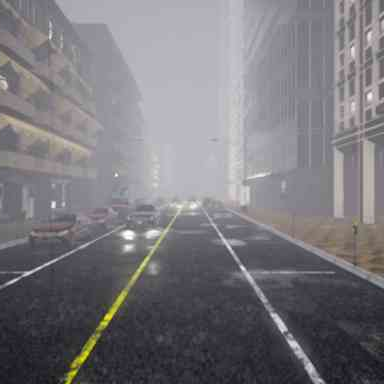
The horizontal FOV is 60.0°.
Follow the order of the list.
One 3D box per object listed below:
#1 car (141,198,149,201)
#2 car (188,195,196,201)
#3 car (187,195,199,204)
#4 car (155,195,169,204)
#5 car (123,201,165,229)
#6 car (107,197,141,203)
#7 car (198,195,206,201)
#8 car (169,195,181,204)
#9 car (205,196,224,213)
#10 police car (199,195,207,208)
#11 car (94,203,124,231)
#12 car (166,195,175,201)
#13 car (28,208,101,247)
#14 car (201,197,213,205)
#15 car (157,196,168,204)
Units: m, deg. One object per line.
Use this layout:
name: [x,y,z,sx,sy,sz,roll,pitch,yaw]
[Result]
car: [-5.691,1.449,37.566,1.967,1.590,4.097,0,0,0]
car: [0.001,1.450,83.548,1.812,1.442,4.674,0,0,0]
car: [0.000,1.535,66.255,1.837,1.490,4.892,0,0,0]
car: [-5.691,1.588,60.159,1.947,1.339,4.313,0,0,0]
car: [-3.100,1.529,21.997,1.812,1.442,4.674,0,0,0]
car: [-5.691,1.320,26.268,2.192,1.841,5.009,0,0,0]
car: [2.690,1.596,88.402,1.887,1.381,4.507,0,0,0]
car: [-3.029,1.503,63.622,1.882,1.535,5.008,0,0,1]
car: [2.690,1.535,37.736,1.752,1.417,4.829,0,0,0]
police car: [2.367,1.439,48.483,1.930,1.638,5.238,0,0,0]
car: [-5.691,1.584,20.620,1.802,1.307,4.206,0,0,0]
car: [-5.691,1.491,88.402,1.967,1.590,4.097,0,0,0]
car: [-5.691,1.582,14.971,1.802,1.307,4.206,0,0,0]
car: [2.690,1.588,60.160,1.947,1.339,4.313,0,0,0]
car: [-5.691,1.552,65.639,1.752,1.417,4.829,0,0,0]
